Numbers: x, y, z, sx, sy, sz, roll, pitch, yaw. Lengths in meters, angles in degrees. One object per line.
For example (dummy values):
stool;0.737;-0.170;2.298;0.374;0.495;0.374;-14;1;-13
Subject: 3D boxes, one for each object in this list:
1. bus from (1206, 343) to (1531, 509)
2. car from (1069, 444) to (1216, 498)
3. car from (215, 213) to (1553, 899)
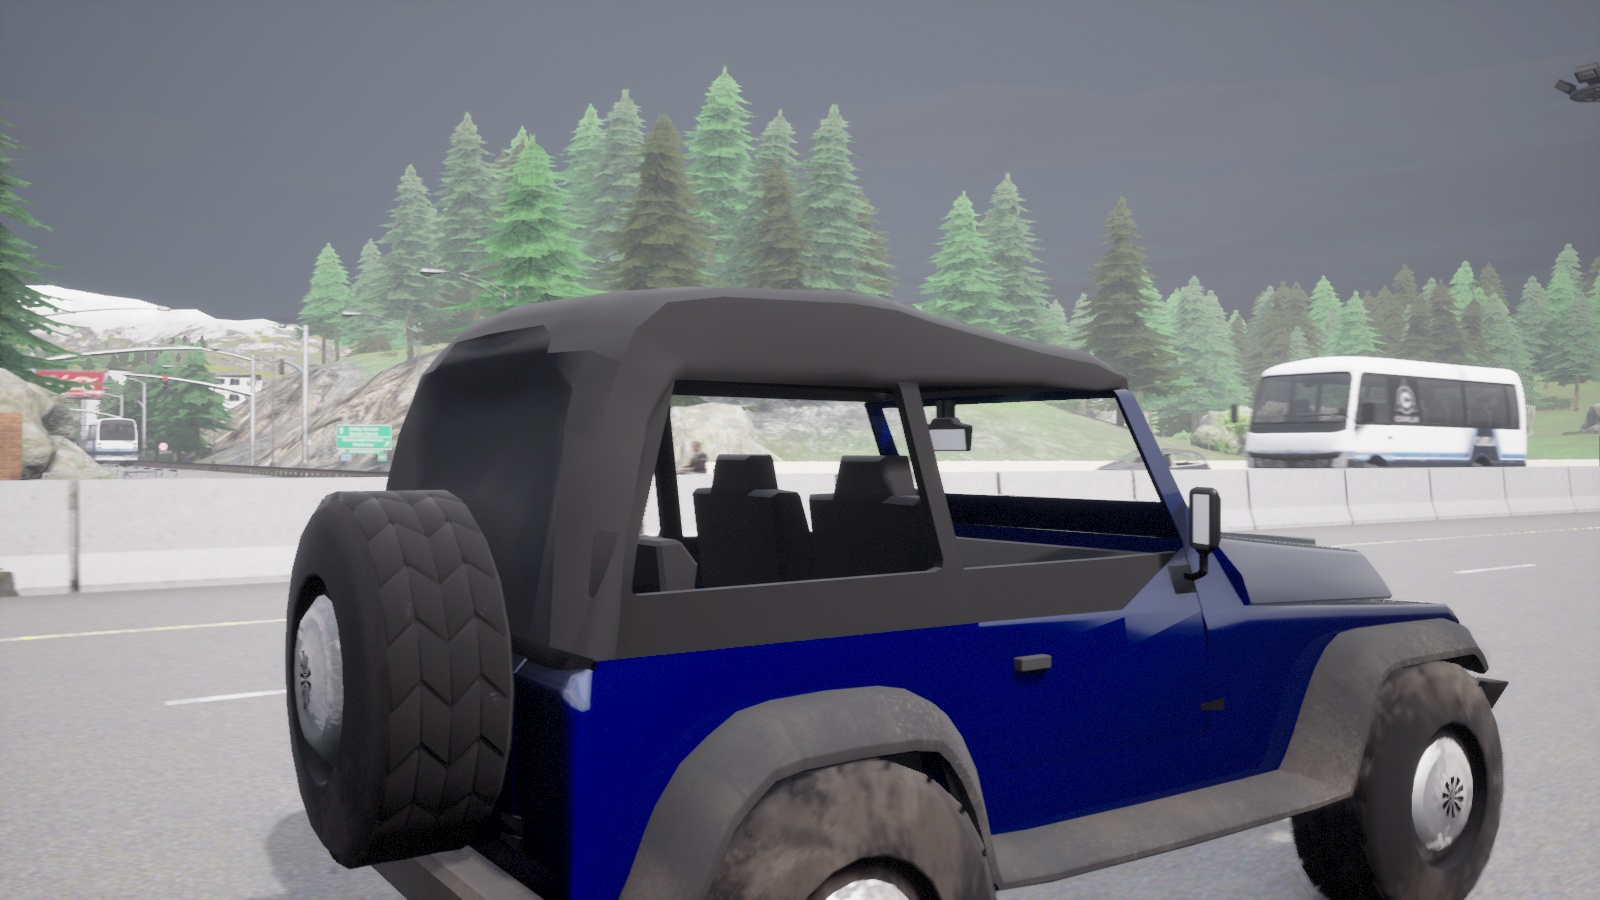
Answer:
bus;16.773;-0.577;36.660;10.273;4.253;3.944;0;0;-35
car;11.289;0.668;41.329;4.611;1.667;2.242;0;0;-35
car;0.436;0.550;3.963;3.866;1.878;1.905;0;0;-35
